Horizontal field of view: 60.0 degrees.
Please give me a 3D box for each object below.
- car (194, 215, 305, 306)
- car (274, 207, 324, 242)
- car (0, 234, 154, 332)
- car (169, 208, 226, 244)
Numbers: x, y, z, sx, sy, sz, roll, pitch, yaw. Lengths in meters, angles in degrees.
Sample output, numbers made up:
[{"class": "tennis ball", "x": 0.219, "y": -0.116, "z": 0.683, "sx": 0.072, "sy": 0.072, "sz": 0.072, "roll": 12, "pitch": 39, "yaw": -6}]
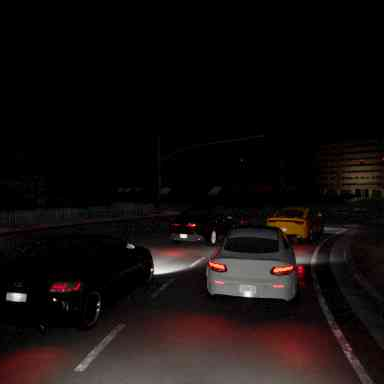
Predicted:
[{"class": "car", "x": 1.539, "y": 1.526, "z": 8.032, "sx": 1.812, "sy": 1.442, "sz": 4.674, "roll": 0, "pitch": 0, "yaw": 14}, {"class": "car", "x": 5.237, "y": 1.478, "z": 16.536, "sx": 1.882, "sy": 1.535, "sz": 5.008, "roll": 0, "pitch": 0, "yaw": 30}, {"class": "car", "x": -2.255, "y": 1.564, "z": 7.010, "sx": 1.994, "sy": 1.385, "sz": 4.181, "roll": 0, "pitch": 0, "yaw": 12}, {"class": "car", "x": 0.636, "y": 1.505, "z": 15.441, "sx": 1.837, "sy": 1.490, "sz": 4.892, "roll": 0, "pitch": 0, "yaw": 24}]
